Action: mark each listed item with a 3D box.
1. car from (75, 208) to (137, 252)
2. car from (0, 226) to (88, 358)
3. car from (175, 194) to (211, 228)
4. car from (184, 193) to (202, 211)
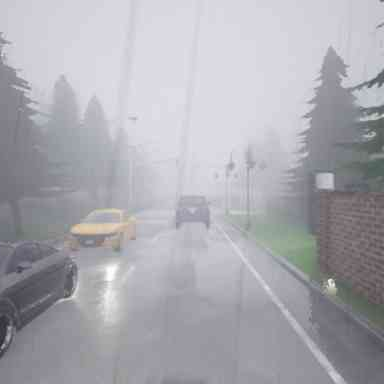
[{"bbox_3d":[-3.556,1.472,14.095,1.882,1.535,5.008,0,0,0],"label":"car"},{"bbox_3d":[-3.532,1.561,5.725,1.994,1.385,4.181,0,0,1],"label":"car"},{"bbox_3d":[0.081,1.212,22.291,2.150,2.045,5.566,0,0,1],"label":"car"},{"bbox_3d":[0.136,1.267,43.191,2.150,2.045,5.566,2,0,0],"label":"car"}]
